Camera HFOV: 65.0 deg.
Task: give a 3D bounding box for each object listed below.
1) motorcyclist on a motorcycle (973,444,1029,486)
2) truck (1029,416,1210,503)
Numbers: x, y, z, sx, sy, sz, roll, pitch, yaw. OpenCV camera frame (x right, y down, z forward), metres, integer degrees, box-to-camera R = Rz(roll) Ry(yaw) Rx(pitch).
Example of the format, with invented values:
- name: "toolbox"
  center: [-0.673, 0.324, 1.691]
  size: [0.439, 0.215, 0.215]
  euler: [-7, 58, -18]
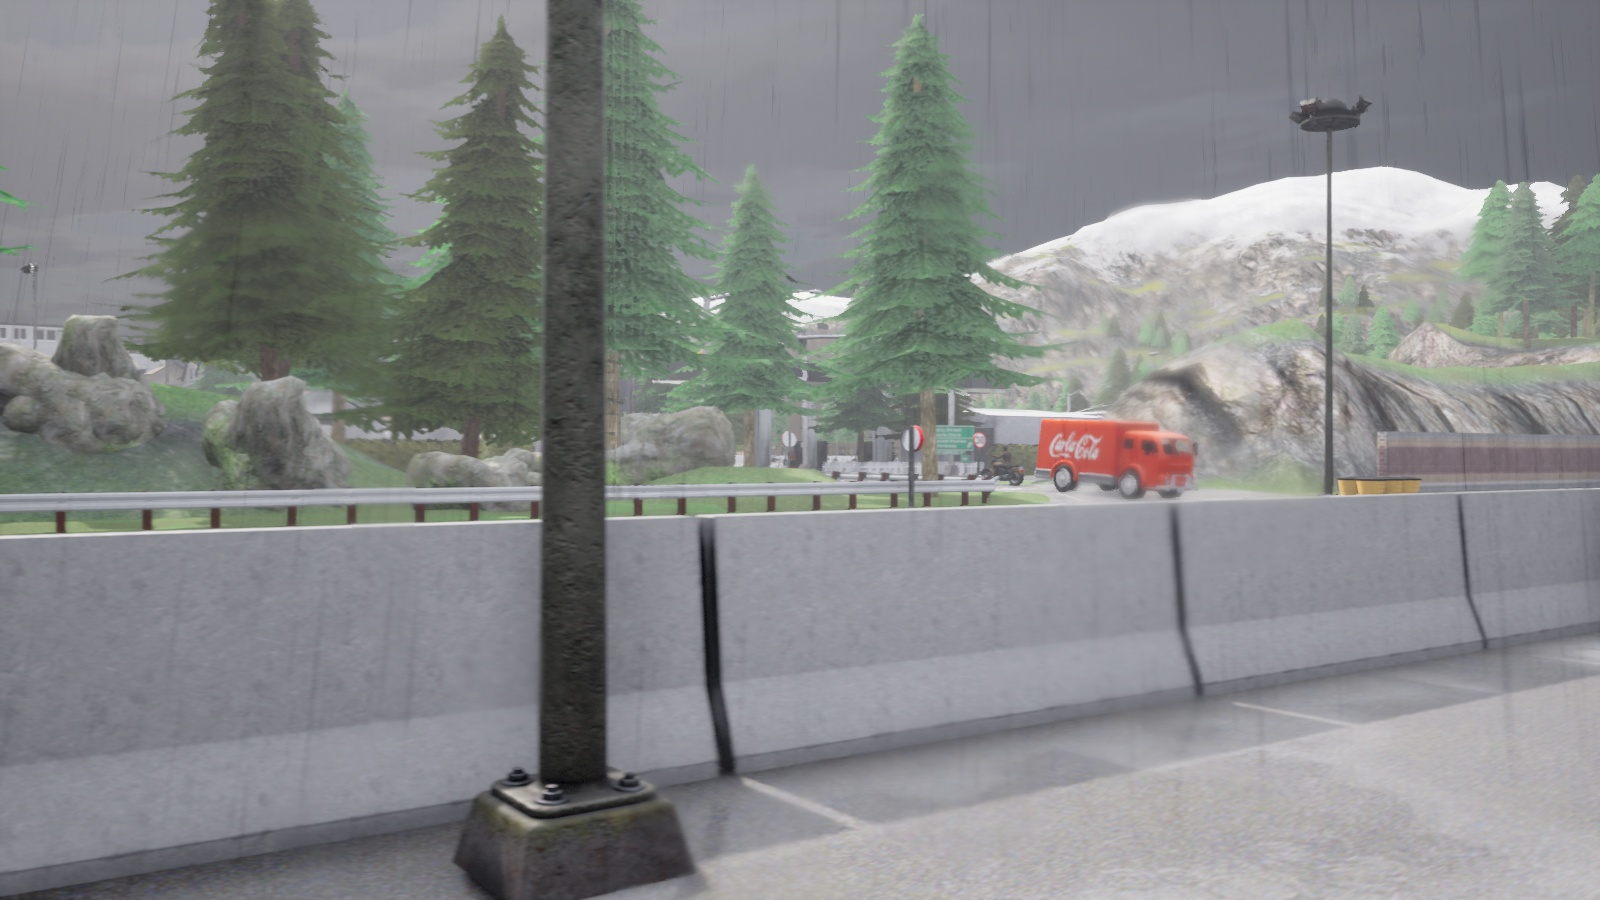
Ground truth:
- name: "motorcyclist on a motorcycle"
  center: [8.082, 0.606, 50.587]
  size: [0.766, 1.649, 2.350]
  euler: [0, 0, -35]
- name: "truck"
  center: [10.371, 0.230, 41.193]
  size: [2.627, 2.467, 5.204]
  euler: [0, 3, -34]
